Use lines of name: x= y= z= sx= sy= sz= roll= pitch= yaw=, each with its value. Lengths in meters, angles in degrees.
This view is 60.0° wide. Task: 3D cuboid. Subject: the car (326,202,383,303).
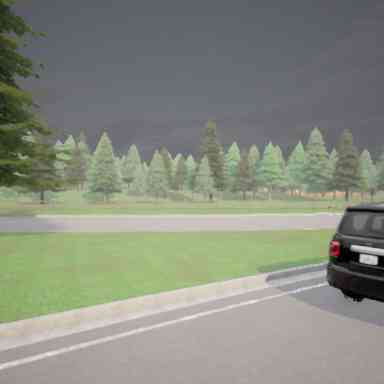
car: x=5.237 y=1.229 z=7.063 sx=5.566 sy=2.045 sz=2.150 roll=0 pitch=0 yaw=-33
